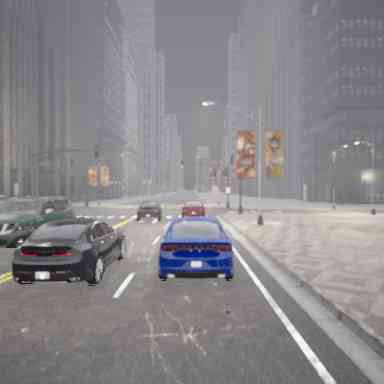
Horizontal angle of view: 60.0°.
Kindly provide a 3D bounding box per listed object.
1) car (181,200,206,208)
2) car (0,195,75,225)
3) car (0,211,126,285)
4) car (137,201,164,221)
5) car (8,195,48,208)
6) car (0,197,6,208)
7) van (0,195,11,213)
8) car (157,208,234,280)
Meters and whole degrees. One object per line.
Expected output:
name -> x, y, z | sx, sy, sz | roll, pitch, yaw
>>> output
car -> 0.143, 1.440, 27.644 | 1.882, 1.535, 5.008 | 0, 0, 1
car -> -6.529, 1.204, 13.493 | 2.150, 2.045, 5.566 | 0, 0, 1
car -> -3.150, 1.492, 9.418 | 1.837, 1.490, 4.892 | 0, 0, 0
car -> -3.355, 1.468, 26.826 | 1.837, 1.490, 4.892 | 0, 0, -3
car -> -20.655, 1.206, 42.082 | 4.097, 1.590, 1.967 | 1, 0, 0
car -> -26.279, 1.282, 42.099 | 4.313, 1.339, 1.947 | 1, 0, 0
van -> -20.680, 1.183, 33.557 | 3.998, 1.788, 1.690 | 1, 0, 0
car -> 0.100, 1.462, 9.957 | 1.882, 1.535, 5.008 | 0, 0, 0
